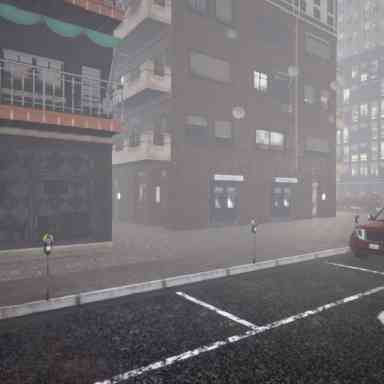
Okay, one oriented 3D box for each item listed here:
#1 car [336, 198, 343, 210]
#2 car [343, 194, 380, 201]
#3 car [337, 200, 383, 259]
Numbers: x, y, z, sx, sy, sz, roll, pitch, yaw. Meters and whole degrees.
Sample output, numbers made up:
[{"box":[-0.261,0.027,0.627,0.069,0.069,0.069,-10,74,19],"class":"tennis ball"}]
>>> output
[{"box":[12.752,1.333,34.202,1.802,1.307,4.206,1,0,-36],"class":"car"},{"box":[19.367,1.112,38.952,2.192,1.841,5.009,1,0,-36],"class":"car"},{"box":[7.506,1.318,11.424,5.009,1.841,2.192,0,0,-35],"class":"car"}]
